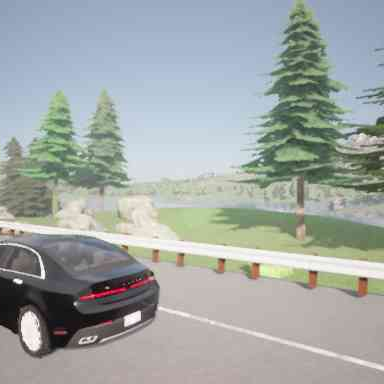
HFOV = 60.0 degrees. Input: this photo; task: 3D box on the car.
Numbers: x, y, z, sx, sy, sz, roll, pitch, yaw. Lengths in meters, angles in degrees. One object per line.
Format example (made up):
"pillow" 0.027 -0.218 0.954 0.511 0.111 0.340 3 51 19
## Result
"car" -2.780 1.530 6.096 4.892 1.490 1.837 0 0 36
